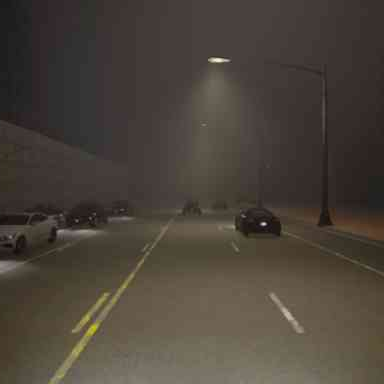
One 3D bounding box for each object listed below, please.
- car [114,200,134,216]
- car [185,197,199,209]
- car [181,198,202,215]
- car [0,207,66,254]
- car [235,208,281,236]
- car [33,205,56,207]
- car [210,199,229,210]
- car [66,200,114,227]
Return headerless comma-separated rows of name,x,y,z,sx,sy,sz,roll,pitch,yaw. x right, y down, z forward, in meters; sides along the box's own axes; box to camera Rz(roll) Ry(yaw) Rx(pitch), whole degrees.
car,-6.996,1.554,33.077,1.837,1.490,4.892,0,0,0
car,0.039,1.549,47.954,1.882,1.535,5.008,0,0,1
car,0.007,1.578,34.920,1.812,1.442,4.674,0,0,0
car,-7.077,1.546,13.654,1.812,1.442,4.674,0,0,0
car,3.602,1.592,18.721,1.994,1.385,4.181,0,0,0
car,-10.558,1.599,23.496,1.994,1.385,4.181,0,0,0
car,3.578,1.591,43.631,1.812,1.442,4.674,0,0,0
car,-7.063,1.539,22.900,1.837,1.490,4.892,0,0,1
